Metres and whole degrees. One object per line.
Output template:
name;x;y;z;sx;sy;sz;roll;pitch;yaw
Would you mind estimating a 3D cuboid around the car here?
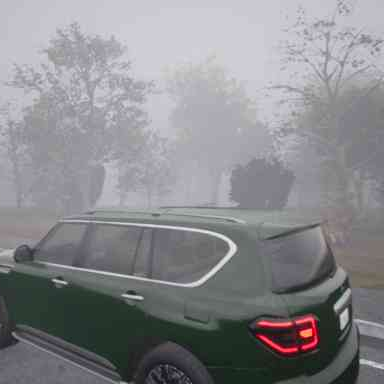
car;-0.812;1.222;4.555;5.566;2.045;2.150;0;0;35
